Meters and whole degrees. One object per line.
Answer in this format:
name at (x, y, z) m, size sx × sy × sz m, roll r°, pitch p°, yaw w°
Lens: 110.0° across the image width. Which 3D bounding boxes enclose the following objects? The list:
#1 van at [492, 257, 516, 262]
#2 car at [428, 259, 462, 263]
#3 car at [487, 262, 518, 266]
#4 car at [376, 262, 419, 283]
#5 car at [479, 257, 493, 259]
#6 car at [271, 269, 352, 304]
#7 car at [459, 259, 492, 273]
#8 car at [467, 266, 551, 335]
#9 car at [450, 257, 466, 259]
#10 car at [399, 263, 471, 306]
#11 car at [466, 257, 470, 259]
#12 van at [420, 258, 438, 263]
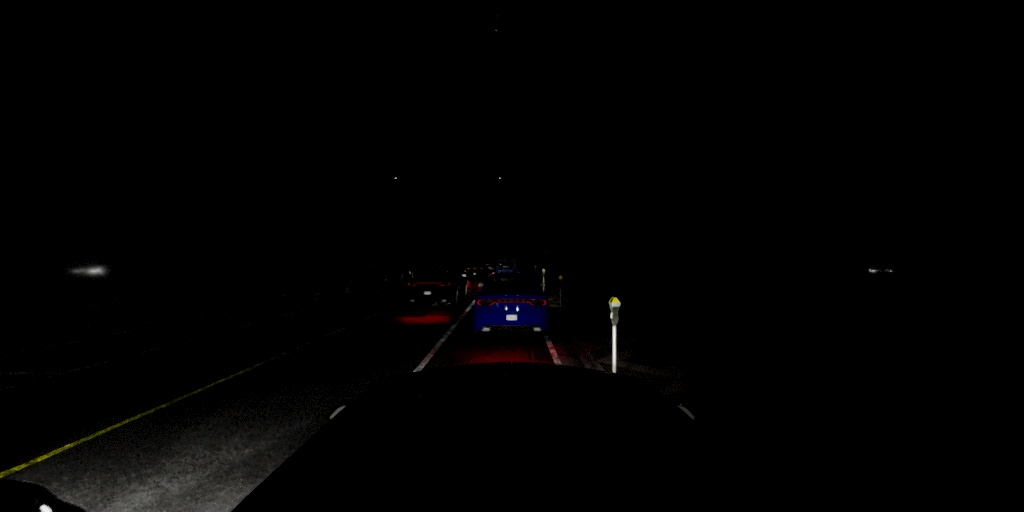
van at (-0.383, 1.098, 27.584) m, size 1.690 × 1.789 × 3.998 m, roll 0°, pitch 0°, yaw 0°
car at (-6.239, 1.266, 33.872) m, size 1.837 × 1.490 × 4.892 m, roll 0°, pitch 0°, yaw 0°
car at (-0.383, 1.280, 22.119) m, size 1.751 × 1.417 × 4.829 m, roll 0°, pitch 0°, yaw 0°
car at (-8.908, 1.323, 27.572) m, size 1.948 × 1.339 × 4.313 m, roll 0°, pitch 0°, yaw 0°
car at (-3.052, 1.259, 47.545) m, size 2.128 × 1.511 × 4.902 m, roll 0°, pitch 0°, yaw 0°
car at (-8.908, 1.297, 16.299) m, size 1.888 × 1.381 × 4.507 m, roll 0°, pitch 0°, yaw 0°
car at (-3.054, 1.251, 31.761) m, size 2.128 × 1.511 × 4.902 m, roll 0°, pitch 0°, yaw 0°
car at (-0.006, 1.228, 10.500) m, size 1.882 × 1.535 × 5.008 m, roll 0°, pitch 0°, yaw 0°
car at (-8.908, 1.086, 55.755) m, size 2.192 × 1.841 × 5.009 m, roll 0°, pitch 0°, yaw 0°
car at (-3.147, 1.230, 15.811) m, size 1.882 × 1.535 × 5.008 m, roll 0°, pitch 0°, yaw 0°
car at (-8.908, 1.320, 61.393) m, size 1.888 × 1.381 × 4.507 m, roll 0°, pitch 0°, yaw 0°
van at (-8.908, 1.104, 38.846) m, size 1.690 × 1.789 × 3.998 m, roll 0°, pitch 0°, yaw 0°
